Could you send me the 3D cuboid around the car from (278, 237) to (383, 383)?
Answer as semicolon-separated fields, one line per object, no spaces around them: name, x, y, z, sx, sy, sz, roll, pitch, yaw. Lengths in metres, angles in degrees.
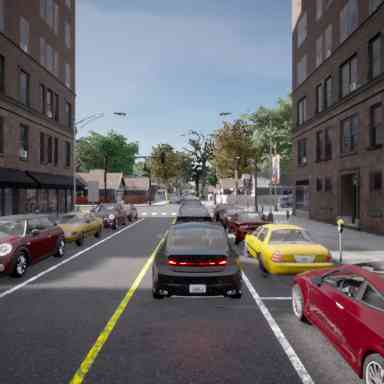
car;2.638;1.582;4.421;1.802;1.307;4.206;0;0;0

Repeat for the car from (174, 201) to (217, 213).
car;0.112;1.485;17.942;1.882;1.535;5.008;0;0;0

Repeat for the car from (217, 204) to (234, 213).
car;2.651;1.591;20.976;1.802;1.307;4.206;0;0;0

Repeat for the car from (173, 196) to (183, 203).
car;-2.986;1.569;71.118;1.837;1.490;4.892;0;0;0

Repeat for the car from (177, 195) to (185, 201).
car;-3.023;1.634;91.535;2.128;1.511;4.902;0;0;0

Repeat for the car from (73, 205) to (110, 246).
car;-5.379;1.531;15.291;1.752;1.417;4.829;0;0;0

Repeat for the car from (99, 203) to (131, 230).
car;-5.375;1.449;20.980;1.967;1.590;4.097;0;0;0

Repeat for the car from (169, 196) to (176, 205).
car;-3.065;1.578;61.046;1.812;1.442;4.674;0;0;2

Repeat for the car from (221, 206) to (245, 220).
car;2.646;1.550;15.458;1.887;1.381;4.507;0;0;0

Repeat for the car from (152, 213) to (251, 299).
car;0.107;1.507;8.458;1.837;1.490;4.892;0;0;0

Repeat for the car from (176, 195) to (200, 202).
car;0.020;1.364;27.547;2.097;1.767;4.553;0;0;0

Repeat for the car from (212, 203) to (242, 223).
car;2.655;1.578;26.494;1.947;1.339;4.313;0;0;0

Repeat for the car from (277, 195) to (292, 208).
car;14.287;1.456;46.210;4.674;1.442;1.812;0;0;-2

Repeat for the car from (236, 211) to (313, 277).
car;2.642;1.528;10.110;1.752;1.417;4.829;0;0;0

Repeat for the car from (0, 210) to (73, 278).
car;-5.383;1.443;9.943;1.967;1.590;4.097;0;0;0

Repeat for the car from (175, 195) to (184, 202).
car;-3.004;1.613;81.278;2.128;1.511;4.902;0;0;0

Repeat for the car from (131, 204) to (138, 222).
car;-5.370;1.594;26.499;1.802;1.307;4.206;0;0;0
